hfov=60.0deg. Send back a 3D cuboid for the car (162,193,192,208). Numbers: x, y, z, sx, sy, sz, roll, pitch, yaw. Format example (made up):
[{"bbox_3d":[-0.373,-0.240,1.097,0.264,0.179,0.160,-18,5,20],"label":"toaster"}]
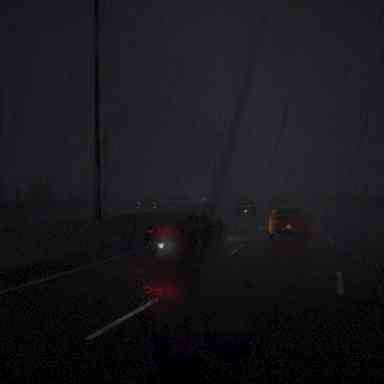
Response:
[{"bbox_3d":[-1.299,1.178,36.187,2.150,2.045,5.566,0,0,8],"label":"car"}]

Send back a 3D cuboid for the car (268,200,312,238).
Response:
[{"bbox_3d":[5.172,1.410,17.378,1.882,1.535,5.008,0,0,18],"label":"car"}]

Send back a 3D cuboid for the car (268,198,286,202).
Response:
[{"bbox_3d":[9.525,1.358,36.750,2.128,1.511,4.902,0,0,8],"label":"car"}]

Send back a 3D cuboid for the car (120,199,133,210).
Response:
[{"bbox_3d":[-7.655,1.560,42.175,1.994,1.385,4.181,0,0,4],"label":"car"}]

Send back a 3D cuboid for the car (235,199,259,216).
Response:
[{"bbox_3d":[5.181,1.414,31.539,1.837,1.490,4.892,0,0,11],"label":"car"}]

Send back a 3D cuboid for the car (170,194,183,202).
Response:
[{"bbox_3d":[-3.595,1.356,76.187,2.128,1.511,4.902,0,0,-12],"label":"car"}]

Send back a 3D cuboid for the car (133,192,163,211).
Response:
[{"bbox_3d":[-4.550,1.199,38.048,2.150,2.045,5.566,0,0,7],"label":"car"}]

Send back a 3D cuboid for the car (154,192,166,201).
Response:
[{"bbox_3d":[-7.670,1.074,78.468,2.150,2.045,5.566,0,0,-12],"label":"car"}]

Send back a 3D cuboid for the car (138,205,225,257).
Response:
[{"bbox_3d":[-0.082,1.487,13.105,1.837,1.490,4.892,0,0,22],"label":"car"}]
